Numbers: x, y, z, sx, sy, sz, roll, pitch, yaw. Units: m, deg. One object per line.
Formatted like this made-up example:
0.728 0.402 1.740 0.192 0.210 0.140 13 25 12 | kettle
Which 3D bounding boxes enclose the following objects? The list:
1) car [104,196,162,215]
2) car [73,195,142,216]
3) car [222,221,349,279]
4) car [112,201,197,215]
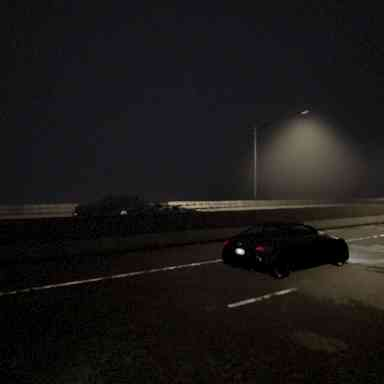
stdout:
-3.376 1.376 23.099 4.553 1.767 2.097 0 0 -36 | car
-6.098 1.243 25.457 5.566 2.045 2.150 0 0 -36 | car
2.929 1.582 10.152 4.181 1.385 1.994 0 0 -36 | car
-1.868 1.514 19.874 4.902 1.511 2.128 0 0 -36 | car
